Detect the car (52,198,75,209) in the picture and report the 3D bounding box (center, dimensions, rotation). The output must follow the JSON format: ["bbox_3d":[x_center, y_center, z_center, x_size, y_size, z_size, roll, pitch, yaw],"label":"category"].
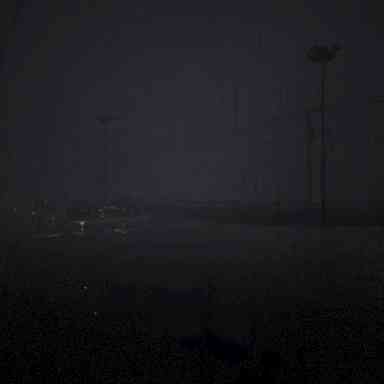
[{"bbox_3d":[-17.963,1.530,46.365,1.895,1.301,4.718,0,0,-36],"label":"car"}]

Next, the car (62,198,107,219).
[{"bbox_3d":[-9.308,1.453,28.406,1.837,1.490,4.892,0,0,-36],"label":"car"}]

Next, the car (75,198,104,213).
[{"bbox_3d":[-11.685,1.454,37.672,1.812,1.442,4.674,0,0,-36],"label":"car"}]

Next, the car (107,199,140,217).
[{"bbox_3d":[-6.466,1.433,30.451,1.837,1.490,4.892,0,0,-36],"label":"car"}]

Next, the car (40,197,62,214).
[{"bbox_3d":[-14.557,1.474,35.668,1.812,1.442,4.674,0,0,-36],"label":"car"}]

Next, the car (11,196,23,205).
[{"bbox_3d":[-29.357,1.427,56.279,1.882,1.535,5.008,0,0,-36],"label":"car"}]

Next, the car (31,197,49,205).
[{"bbox_3d":[-26.952,1.529,58.943,1.994,1.385,4.181,0,0,-36],"label":"car"}]

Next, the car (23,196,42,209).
[{"bbox_3d":[-20.345,1.301,43.681,2.097,1.767,4.553,0,0,-36],"label":"car"}]
